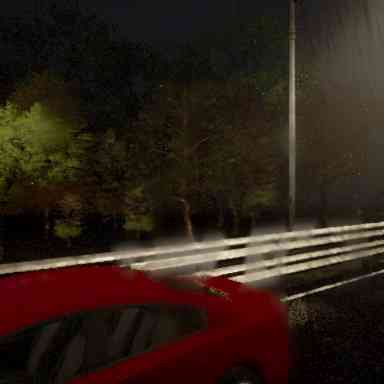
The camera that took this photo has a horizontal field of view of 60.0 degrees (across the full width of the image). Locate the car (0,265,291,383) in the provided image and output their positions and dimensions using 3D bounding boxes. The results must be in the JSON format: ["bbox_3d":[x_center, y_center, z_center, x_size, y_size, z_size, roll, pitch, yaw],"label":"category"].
[{"bbox_3d":[-1.311,1.477,2.750,5.008,1.535,1.882,0,0,-36],"label":"car"}]
